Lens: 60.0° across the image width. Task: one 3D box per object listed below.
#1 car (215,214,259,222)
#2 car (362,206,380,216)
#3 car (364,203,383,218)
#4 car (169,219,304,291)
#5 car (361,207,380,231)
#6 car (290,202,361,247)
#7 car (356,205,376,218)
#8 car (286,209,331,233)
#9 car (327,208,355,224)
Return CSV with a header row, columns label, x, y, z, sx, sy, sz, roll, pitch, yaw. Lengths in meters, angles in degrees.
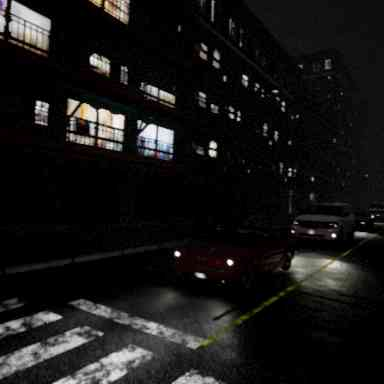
label,x,y,z,sx,sy,sz,roll,pitch,yaw
car,1.972,1.703,14.958,1.947,1.339,4.313,3,0,35
car,28.026,2.970,51.985,2.008,1.369,4.403,3,0,35
car,21.839,2.278,38.458,2.150,2.045,5.566,2,-1,35
car,1.440,1.665,9.452,1.895,1.301,4.718,2,-1,34
car,13.008,2.180,26.006,2.033,1.411,5.357,2,-1,35
car,7.069,1.562,17.505,2.150,2.045,5.566,2,-1,35
car,24.788,2.699,47.348,1.967,1.590,4.097,3,0,35
car,8.565,2.025,24.163,1.947,1.339,4.313,3,0,35
car,15.051,2.361,33.434,1.802,1.307,4.206,3,0,35
